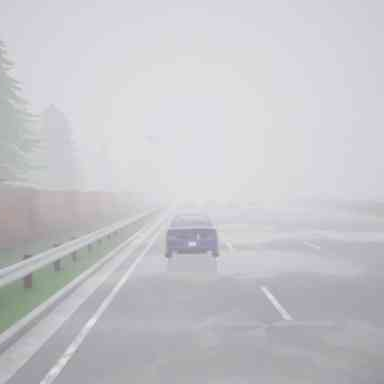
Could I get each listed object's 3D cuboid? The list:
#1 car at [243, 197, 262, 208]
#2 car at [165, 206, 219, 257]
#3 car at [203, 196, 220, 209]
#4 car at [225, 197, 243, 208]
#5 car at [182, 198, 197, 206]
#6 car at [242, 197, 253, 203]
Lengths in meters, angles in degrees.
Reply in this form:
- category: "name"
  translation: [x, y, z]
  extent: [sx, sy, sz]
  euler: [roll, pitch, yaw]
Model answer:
- category: "car"
  translation: [9.888, 1.782, 53.127]
  extent: [1.994, 1.385, 4.181]
  euler: [-1, 0, -1]
- category: "car"
  translation: [-0.024, 1.567, 13.398]
  extent: [1.882, 1.535, 5.008]
  euler: [-1, 0, -1]
- category: "car"
  translation: [2.896, 1.800, 52.502]
  extent: [2.128, 1.511, 4.902]
  euler: [-1, 0, -1]
- category: "car"
  translation: [6.391, 1.865, 52.957]
  extent: [1.895, 1.301, 4.718]
  euler: [-1, 0, -1]
- category: "car"
  translation: [-0.589, 1.951, 51.756]
  extent: [1.895, 1.301, 4.718]
  euler: [-1, 0, -1]
- category: "car"
  translation: [12.949, 1.892, 77.827]
  extent: [1.994, 1.385, 4.181]
  euler: [-1, 0, -1]
